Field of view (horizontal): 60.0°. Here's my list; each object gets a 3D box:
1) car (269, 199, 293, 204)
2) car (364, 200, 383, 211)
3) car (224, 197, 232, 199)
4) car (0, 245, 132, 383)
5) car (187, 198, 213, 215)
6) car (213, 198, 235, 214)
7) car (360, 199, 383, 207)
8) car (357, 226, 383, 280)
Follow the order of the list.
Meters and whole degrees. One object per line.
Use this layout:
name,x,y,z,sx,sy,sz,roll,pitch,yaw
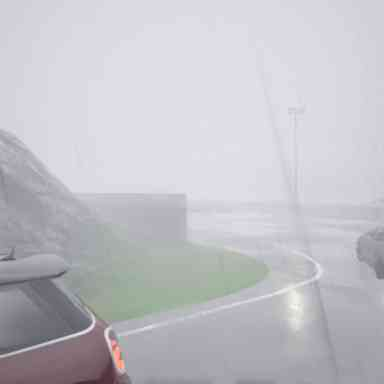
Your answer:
car,15.438,1.825,58.023,1.994,1.385,4.181,0,0,-35
car,25.492,1.787,43.867,1.812,1.442,4.674,0,0,-35
car,6.464,1.782,64.614,1.812,1.442,4.674,0,0,-35
car,-2.740,1.350,2.114,4.553,1.767,2.097,0,0,-36
car,-0.260,1.704,37.472,1.882,1.535,5.008,0,0,-35
car,2.976,1.795,38.960,1.994,1.385,4.181,0,0,-35
car,23.171,1.608,41.089,2.097,1.767,4.553,0,0,-35
car,6.483,1.775,10.198,1.994,1.385,4.181,0,0,15
